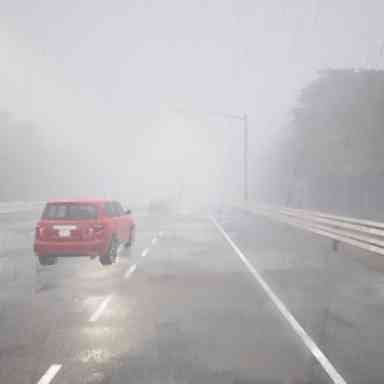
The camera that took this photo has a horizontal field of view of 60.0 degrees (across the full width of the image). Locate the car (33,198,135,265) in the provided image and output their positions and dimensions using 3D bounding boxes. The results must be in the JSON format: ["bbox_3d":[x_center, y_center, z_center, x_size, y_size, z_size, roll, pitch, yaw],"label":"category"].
[{"bbox_3d":[-3.500,1.226,11.824,2.150,2.045,5.566,0,0,0],"label":"car"}]

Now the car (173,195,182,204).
[{"bbox_3d":[-3.467,1.569,63.182,1.812,1.442,4.674,0,0,0],"label":"car"}]

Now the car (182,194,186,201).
[{"bbox_3d":[-3.372,1.677,89.323,1.895,1.301,4.718,0,0,0],"label":"car"}]

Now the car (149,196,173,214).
[{"bbox_3d":[-3.492,1.491,36.058,1.882,1.535,5.008,0,0,0],"label":"car"}]
